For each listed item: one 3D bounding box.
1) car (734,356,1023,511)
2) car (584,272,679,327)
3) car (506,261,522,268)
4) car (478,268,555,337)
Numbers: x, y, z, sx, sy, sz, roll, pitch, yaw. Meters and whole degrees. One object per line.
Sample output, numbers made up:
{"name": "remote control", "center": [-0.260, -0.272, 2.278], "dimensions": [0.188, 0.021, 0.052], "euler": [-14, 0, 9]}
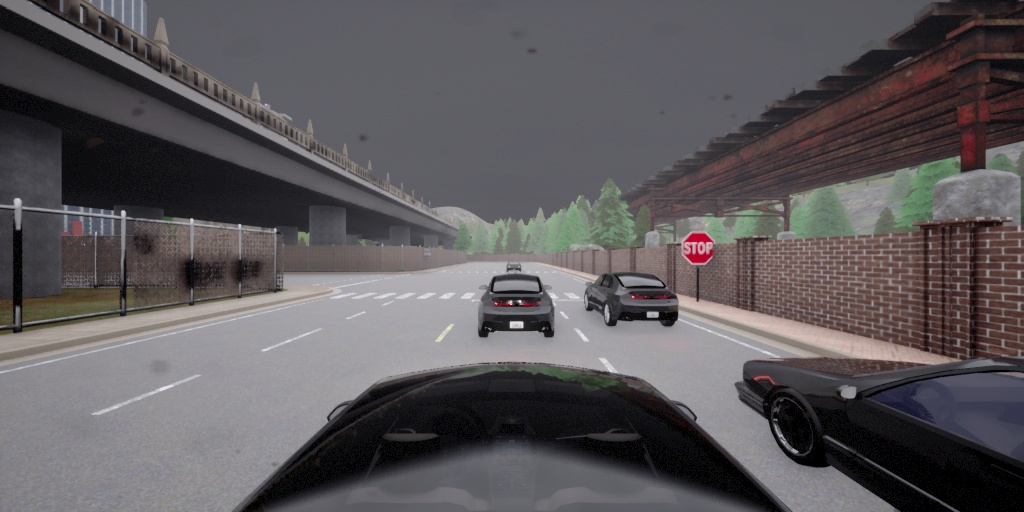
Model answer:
{"name": "car", "center": [3.600, 1.297, 1.839], "dimensions": [2.033, 1.411, 5.357], "euler": [0, 0, 0]}
{"name": "car", "center": [3.609, 1.255, 11.586], "dimensions": [1.837, 1.490, 4.892], "euler": [0, 0, 0]}
{"name": "car", "center": [0.230, 1.351, 45.806], "dimensions": [1.895, 1.301, 4.718], "euler": [0, 0, 0]}
{"name": "car", "center": [0.106, 1.255, 10.229], "dimensions": [1.837, 1.490, 4.892], "euler": [0, 0, 0]}
